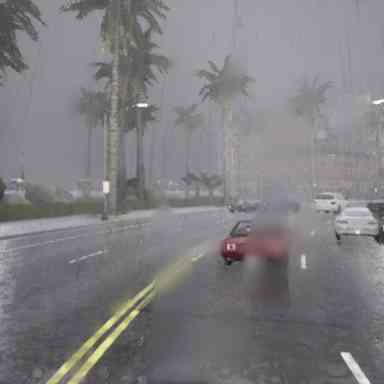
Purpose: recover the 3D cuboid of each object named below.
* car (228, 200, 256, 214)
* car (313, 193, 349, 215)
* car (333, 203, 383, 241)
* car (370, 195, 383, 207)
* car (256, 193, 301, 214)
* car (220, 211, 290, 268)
[{"bbox_3d":[5.442,1.487,33.031,1.895,1.301,4.718,0,0,36],"label":"car"},{"bbox_3d":[13.272,1.129,31.534,2.150,2.045,5.566,0,0,38],"label":"car"},{"bbox_3d":[8.127,1.480,16.466,1.812,1.442,4.674,0,0,25],"label":"car"},{"bbox_3d":[18.432,1.394,32.188,1.882,1.535,5.008,0,0,41],"label":"car"},{"bbox_3d":[8.428,1.121,31.208,2.150,2.045,5.566,0,0,36],"label":"car"},{"bbox_3d":[2.315,1.563,11.230,1.895,1.301,4.718,0,0,17],"label":"car"}]
